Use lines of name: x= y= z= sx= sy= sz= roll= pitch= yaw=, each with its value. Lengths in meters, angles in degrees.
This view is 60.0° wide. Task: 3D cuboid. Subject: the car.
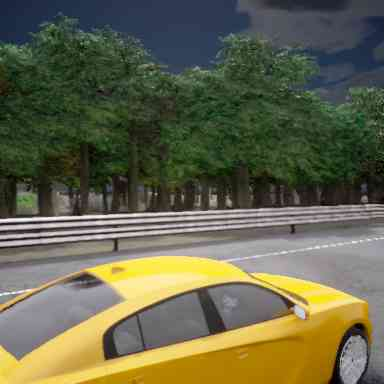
car: x=-0.022 y=1.477 z=3.614 sx=5.008 sy=1.535 sz=1.882 roll=0 pitch=0 yaw=-34
